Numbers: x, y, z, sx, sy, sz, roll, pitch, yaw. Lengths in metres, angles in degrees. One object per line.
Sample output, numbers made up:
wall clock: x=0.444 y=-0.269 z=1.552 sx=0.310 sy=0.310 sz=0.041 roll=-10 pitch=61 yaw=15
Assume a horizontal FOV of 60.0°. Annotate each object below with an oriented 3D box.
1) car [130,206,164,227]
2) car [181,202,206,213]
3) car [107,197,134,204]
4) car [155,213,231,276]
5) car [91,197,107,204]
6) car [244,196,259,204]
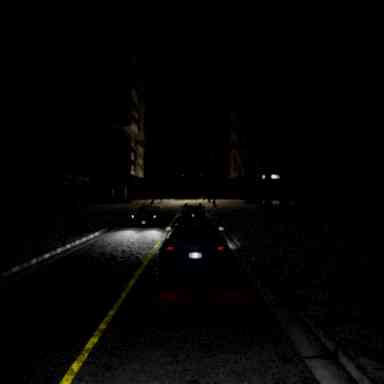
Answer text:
car: x=-3.102 y=1.664 z=23.531 sx=1.895 sy=1.301 sz=4.718 roll=0 pitch=0 yaw=0
car: x=0.093 y=1.563 z=27.239 sx=2.128 sy=1.511 sz=4.902 roll=0 pitch=0 yaw=0
car: x=-15.019 y=1.752 z=71.458 sx=4.829 sy=1.417 sz=1.752 roll=0 pitch=0 yaw=0
car: x=0.089 y=1.594 z=10.497 sx=1.994 sy=1.385 sz=4.181 roll=0 pitch=0 yaw=0
car: x=-20.621 y=1.767 z=71.492 sx=4.829 sy=1.417 sz=1.752 roll=0 pitch=0 yaw=0
car: x=11.893 y=1.546 z=62.771 sx=4.097 sy=1.590 sz=1.967 roll=0 pitch=0 yaw=0
